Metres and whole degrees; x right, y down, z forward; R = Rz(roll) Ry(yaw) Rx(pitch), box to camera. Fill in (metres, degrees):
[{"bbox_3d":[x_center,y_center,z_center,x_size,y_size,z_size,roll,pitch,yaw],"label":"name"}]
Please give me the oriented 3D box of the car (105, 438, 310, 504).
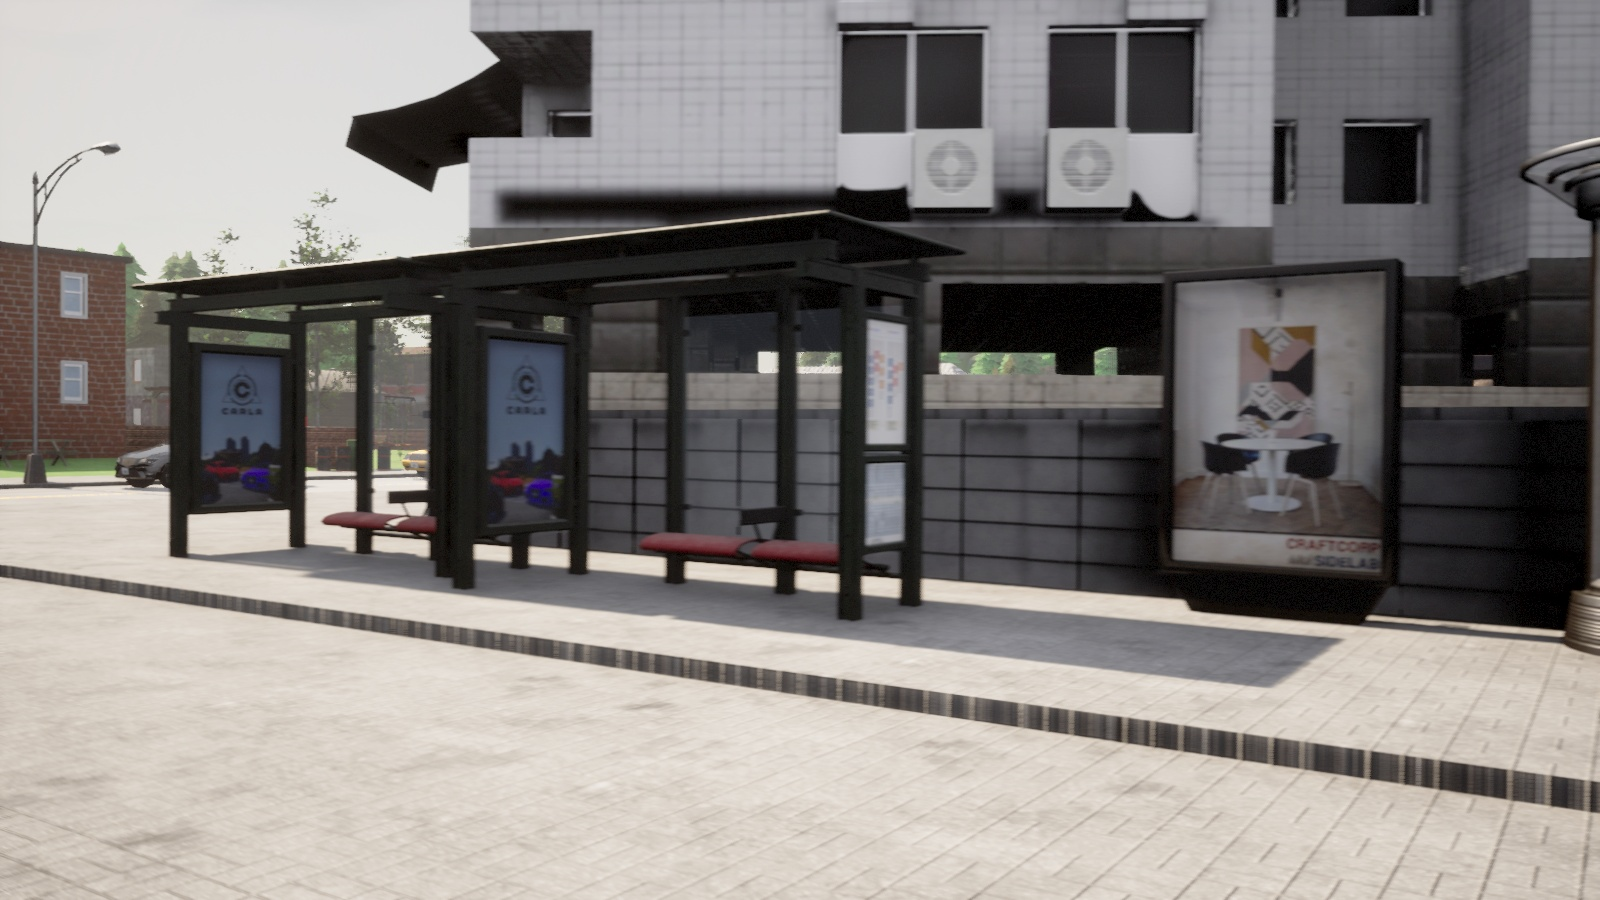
[{"bbox_3d":[-14.486,0.454,30.920,1.816,1.474,4.193,0,1,34],"label":"car"}]
